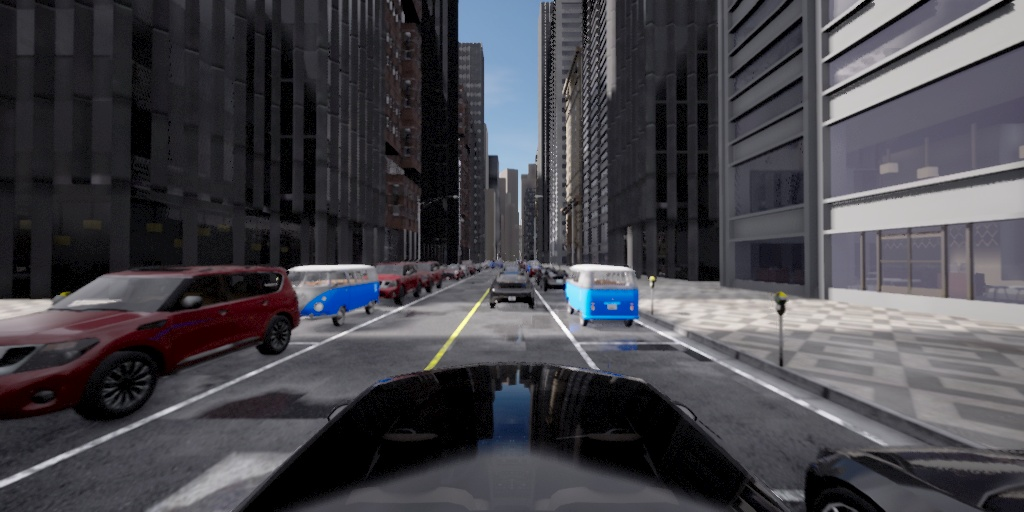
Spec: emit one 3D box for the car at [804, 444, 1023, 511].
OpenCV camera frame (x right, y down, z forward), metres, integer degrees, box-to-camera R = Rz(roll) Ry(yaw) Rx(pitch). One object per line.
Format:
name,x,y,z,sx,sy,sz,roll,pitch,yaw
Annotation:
car,2.762,1.304,0.506,1.948,1.339,4.313,0,0,0

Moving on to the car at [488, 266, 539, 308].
car,0.006,1.394,16.137,1.837,1.490,4.892,0,0,0

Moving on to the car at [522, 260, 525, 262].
car,2.771,1.668,50.984,1.967,1.591,4.097,0,0,0

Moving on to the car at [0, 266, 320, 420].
car,-5.762,1.105,6.099,2.192,1.841,5.009,0,0,0

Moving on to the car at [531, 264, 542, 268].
car,2.767,1.572,28.549,1.948,1.339,4.313,0,0,0

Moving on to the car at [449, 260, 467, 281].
car,-5.757,1.501,34.144,1.967,1.591,4.097,0,0,0

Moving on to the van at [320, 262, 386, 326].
van,-5.761,1.184,11.707,1.690,1.789,3.998,0,0,0

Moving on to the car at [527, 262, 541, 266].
car,2.769,1.661,39.767,1.888,1.381,4.507,0,0,0

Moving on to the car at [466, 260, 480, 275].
car,-5.755,1.486,45.362,2.192,1.841,5.009,0,0,0

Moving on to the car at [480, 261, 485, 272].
car,-5.753,1.850,56.581,1.948,1.339,4.313,0,0,0

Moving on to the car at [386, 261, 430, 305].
car,-5.760,1.212,17.317,2.192,1.841,5.009,0,0,0

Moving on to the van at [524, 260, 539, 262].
van,2.770,1.513,45.376,1.690,1.789,3.998,0,0,0

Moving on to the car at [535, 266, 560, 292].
car,2.766,1.517,22.940,1.948,1.339,4.313,0,0,0

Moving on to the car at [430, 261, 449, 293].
car,-5.759,1.266,22.925,2.192,1.841,5.009,0,0,0

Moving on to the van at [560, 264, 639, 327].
van,2.764,1.185,11.723,1.690,1.789,3.998,0,0,0

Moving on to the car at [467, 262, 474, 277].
car,-5.756,1.667,39.753,2.007,1.370,4.403,0,0,0

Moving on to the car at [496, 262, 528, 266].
car,0.010,1.524,31.144,2.128,1.511,4.902,0,0,0
